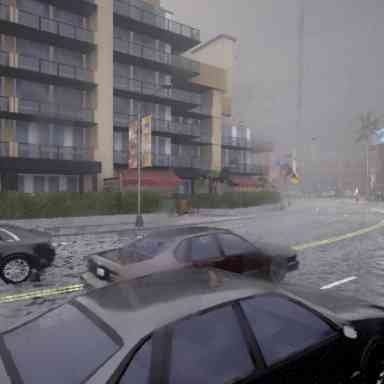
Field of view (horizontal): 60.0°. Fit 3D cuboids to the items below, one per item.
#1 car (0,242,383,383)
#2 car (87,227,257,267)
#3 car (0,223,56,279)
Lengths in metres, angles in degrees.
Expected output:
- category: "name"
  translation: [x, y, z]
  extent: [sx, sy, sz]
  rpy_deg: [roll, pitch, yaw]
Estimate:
- category: "car"
  translation: [0.131, 1.546, 3.300]
  extent: [5.357, 1.411, 2.033]
  rpy_deg: [0, 0, -37]
- category: "car"
  translation: [0.248, 1.543, 7.778]
  extent: [5.357, 1.411, 2.033]
  rpy_deg: [0, 0, -38]
- category: "car"
  translation: [-5.869, 1.498, 7.912]
  extent: [4.892, 1.490, 1.837]
  rpy_deg: [0, 0, -36]
